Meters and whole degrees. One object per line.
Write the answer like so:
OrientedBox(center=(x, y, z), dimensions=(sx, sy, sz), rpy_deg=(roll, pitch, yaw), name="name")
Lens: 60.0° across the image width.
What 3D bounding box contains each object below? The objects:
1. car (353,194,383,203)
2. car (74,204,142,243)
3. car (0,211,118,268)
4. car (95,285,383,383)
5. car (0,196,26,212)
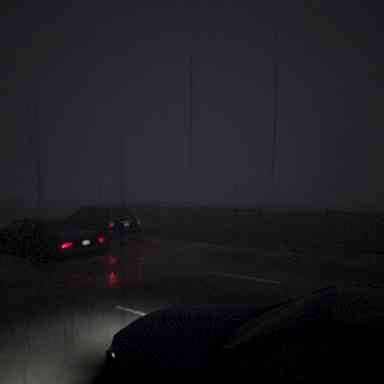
OrientedBox(center=(30.104, 1.238, 56.976), dimensions=(4.605, 1.855, 1.932), rpy_deg=(0, 0, 36), name="car")
OrientedBox(center=(-4.487, 1.402, 15.283), dimensions=(4.553, 1.767, 2.097), rpy_deg=(0, 0, 36), name="car")
OrientedBox(center=(-5.253, 1.592, 11.527), dimensions=(5.357, 1.411, 2.033), rpy_deg=(0, 0, 35), name="car")
OrientedBox(center=(1.267, 1.527, 2.575), dimensions=(4.674, 1.442, 1.812), rpy_deg=(0, 0, 36), name="car")
OrientedBox(center=(-21.023, 1.373, 37.927), dimensions=(1.905, 1.878, 3.866), rpy_deg=(0, 0, 36), name="car")
